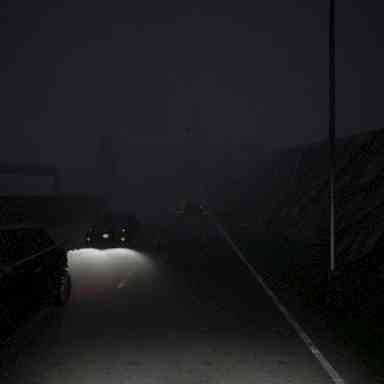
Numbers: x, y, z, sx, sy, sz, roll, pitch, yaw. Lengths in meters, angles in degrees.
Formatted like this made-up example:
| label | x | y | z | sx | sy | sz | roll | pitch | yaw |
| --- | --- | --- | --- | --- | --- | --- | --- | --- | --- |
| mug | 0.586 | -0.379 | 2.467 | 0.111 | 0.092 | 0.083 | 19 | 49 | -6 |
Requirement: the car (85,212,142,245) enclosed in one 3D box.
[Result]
| label | x | y | z | sx | sy | sz | roll | pitch | yaw |
| --- | --- | --- | --- | --- | --- | --- | --- | --- | --- |
| car | -3.549 | 1.626 | 15.676 | 1.994 | 1.385 | 4.181 | 0 | 0 | 0 |

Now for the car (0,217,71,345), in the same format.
| label | x | y | z | sx | sy | sz | roll | pitch | yaw |
| --- | --- | --- | --- | --- | --- | --- | --- | --- | --- |
| car | -3.586 | 1.372 | 5.069 | 2.097 | 1.767 | 4.553 | 0 | 0 | 0 |

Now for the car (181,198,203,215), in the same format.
| label | x | y | z | sx | sy | sz | roll | pitch | yaw |
| --- | --- | --- | --- | --- | --- | --- | --- | --- | --- |
| car | 0.072 | 1.664 | 35.095 | 1.812 | 1.442 | 4.674 | 0 | 0 | -2 |

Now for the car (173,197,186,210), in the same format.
| label | x | y | z | sx | sy | sz | roll | pitch | yaw |
| --- | --- | --- | --- | --- | --- | --- | --- | --- | --- |
| car | -1.312 | 1.535 | 46.622 | 2.097 | 1.767 | 4.553 | 0 | 0 | -12 |
